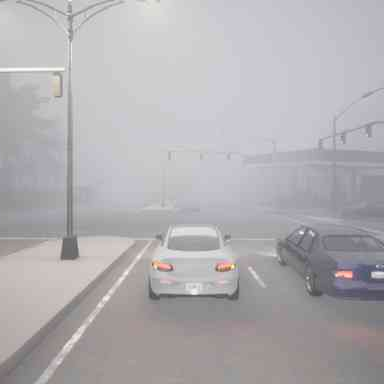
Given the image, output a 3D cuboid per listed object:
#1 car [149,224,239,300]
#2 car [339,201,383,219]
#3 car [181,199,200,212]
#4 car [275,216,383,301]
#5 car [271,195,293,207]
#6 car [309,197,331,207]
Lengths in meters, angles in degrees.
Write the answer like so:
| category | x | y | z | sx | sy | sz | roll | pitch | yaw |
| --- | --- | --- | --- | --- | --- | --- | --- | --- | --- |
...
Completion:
| category | x | y | z | sx | sy | sz | roll | pitch | yaw |
| --- | --- | --- | --- | --- | --- | --- | --- | --- | --- |
| car | 0.036 | 1.515 | 8.218 | 1.812 | 1.442 | 4.674 | 0 | 0 | 0 |
| car | 14.761 | 1.519 | 27.708 | 4.674 | 1.442 | 1.812 | 0 | 0 | -1 |
| car | -0.195 | 1.472 | 37.271 | 1.812 | 1.442 | 4.674 | 1 | 0 | 3 |
| car | 3.515 | 1.544 | 8.524 | 2.033 | 1.411 | 5.357 | 0 | 0 | 3 |
| car | 12.911 | 1.255 | 47.843 | 2.242 | 1.667 | 4.611 | 0 | 0 | 0 |
| car | 18.651 | 1.427 | 48.642 | 1.970 | 1.475 | 3.806 | 0 | 0 | 0 |
